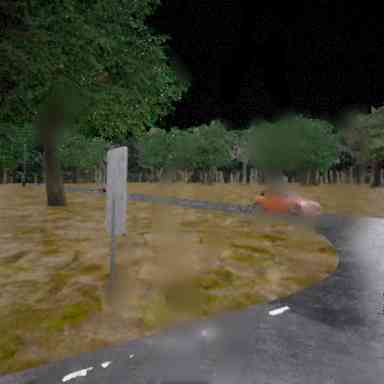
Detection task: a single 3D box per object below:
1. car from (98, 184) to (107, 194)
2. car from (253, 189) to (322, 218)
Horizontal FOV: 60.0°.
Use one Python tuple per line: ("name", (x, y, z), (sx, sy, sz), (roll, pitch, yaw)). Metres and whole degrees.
("car", (-10.791, -0.330, 44.557), (1.895, 1.301, 4.718), (2, 2, -38))
("car", (6.445, 0.706, 22.639), (2.097, 1.767, 4.553), (2, 1, -38))
